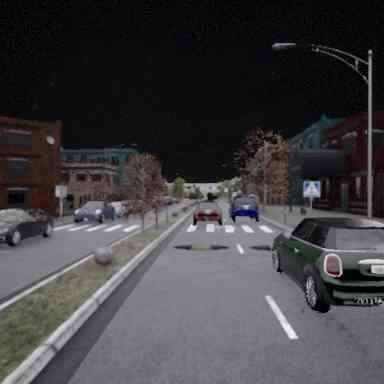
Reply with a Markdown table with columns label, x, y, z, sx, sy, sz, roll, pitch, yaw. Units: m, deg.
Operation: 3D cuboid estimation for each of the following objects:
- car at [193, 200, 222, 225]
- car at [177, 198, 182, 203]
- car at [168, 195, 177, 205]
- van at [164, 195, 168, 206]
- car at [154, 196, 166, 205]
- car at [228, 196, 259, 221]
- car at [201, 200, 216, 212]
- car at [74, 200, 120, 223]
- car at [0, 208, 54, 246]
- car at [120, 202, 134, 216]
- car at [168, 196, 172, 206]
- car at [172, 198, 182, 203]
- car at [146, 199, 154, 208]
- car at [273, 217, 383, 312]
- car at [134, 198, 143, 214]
| label | x | y | z | sx | sy | sz | roll | pitch | yaw |
| --- | --- | --- | --- | --- | --- | --- | --- | --- | --- |
| car | 1.208 | 1.466 | 25.506 | 2.097 | 1.767 | 4.553 | 0 | 0 | 3 |
| car | -4.460 | 2.260 | 86.934 | 2.163 | 1.488 | 4.792 | 0 | -1 | 3 |
| car | -5.305 | 1.758 | 70.521 | 2.435 | 2.045 | 5.566 | 0 | -1 | 3 |
| van | -5.878 | 1.649 | 59.405 | 1.878 | 1.987 | 4.442 | 0 | -1 | 3 |
| car | -6.156 | 1.819 | 54.013 | 2.231 | 1.521 | 4.892 | 0 | -1 | 3 |
| car | 4.370 | 1.364 | 28.528 | 2.150 | 2.045 | 5.566 | 0 | 0 | 3 |
| car | 2.165 | 1.757 | 42.921 | 1.837 | 1.490 | 4.892 | 0 | -1 | 3 |
| car | -7.580 | 1.462 | 26.344 | 2.185 | 1.767 | 4.553 | 0 | 0 | 3 |
| car | -8.143 | 1.510 | 15.417 | 2.231 | 1.521 | 4.892 | 0 | 0 | 3 |
| car | -7.298 | 1.669 | 31.829 | 2.002 | 1.452 | 4.674 | 0 | 0 | 3 |
| car | -5.587 | 1.980 | 65.037 | 2.002 | 1.452 | 4.674 | 0 | -1 | 3 |
| car | -4.174 | 2.304 | 92.485 | 2.231 | 1.521 | 4.892 | 0 | -1 | 3 |
| car | -6.722 | 1.591 | 43.012 | 2.185 | 1.767 | 4.553 | 0 | 0 | 3 |
| car | 3.336 | 1.363 | 7.885 | 2.097 | 1.767 | 4.553 | 0 | 0 | 2 |
| car | -7.006 | 1.546 | 37.499 | 2.185 | 1.767 | 4.553 | 0 | 0 | 3 |
